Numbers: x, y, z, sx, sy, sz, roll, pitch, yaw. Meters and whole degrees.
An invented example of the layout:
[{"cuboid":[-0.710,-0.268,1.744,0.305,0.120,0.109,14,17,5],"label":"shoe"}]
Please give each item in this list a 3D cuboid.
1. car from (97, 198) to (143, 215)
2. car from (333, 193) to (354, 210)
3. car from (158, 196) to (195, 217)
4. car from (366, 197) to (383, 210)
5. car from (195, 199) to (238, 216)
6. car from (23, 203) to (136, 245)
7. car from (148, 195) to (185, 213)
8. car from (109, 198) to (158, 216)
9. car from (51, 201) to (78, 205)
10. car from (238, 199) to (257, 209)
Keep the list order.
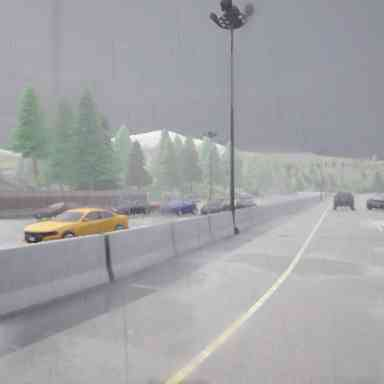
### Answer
[{"cuboid":[-7.278,1.388,34.319,2.128,1.511,4.902,0,0,24],"label":"car"},{"cuboid":[18.859,1.091,41.319,2.150,2.045,5.566,0,0,24],"label":"car"},{"cuboid":[-1.186,1.419,30.802,1.882,1.535,5.008,0,0,24],"label":"car"},{"cuboid":[21.811,1.359,39.327,2.128,1.511,4.902,0,0,24],"label":"car"},{"cuboid":[2.306,1.444,30.030,1.837,1.490,4.892,0,0,24],"label":"car"},{"cuboid":[-4.788,1.460,14.438,1.882,1.535,5.008,0,0,26],"label":"car"},{"cuboid":[-2.680,1.285,36.232,2.097,1.767,4.553,0,0,24],"label":"car"},{"cuboid":[-5.463,1.446,29.813,2.128,1.511,4.902,0,0,25],"label":"car"},{"cuboid":[-10.569,1.495,27.093,1.812,1.442,4.674,0,0,24],"label":"car"},{"cuboid":[6.185,1.470,38.839,1.994,1.385,4.181,0,0,25],"label":"car"}]
